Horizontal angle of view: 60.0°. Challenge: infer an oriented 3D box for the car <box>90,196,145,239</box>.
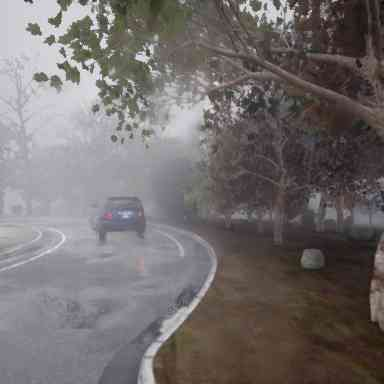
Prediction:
[{"bbox_3d":[-4.037,1.218,17.707,2.150,2.045,5.566,1,0,-22],"label":"car"}]
